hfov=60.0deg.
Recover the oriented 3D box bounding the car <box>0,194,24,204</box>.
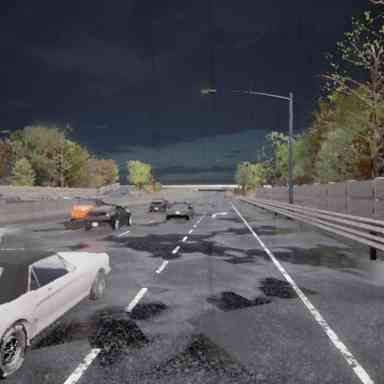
[{"bbox_3d":[-24.267,1.358,43.842,2.097,1.767,4.553,0,0,6],"label":"car"}]

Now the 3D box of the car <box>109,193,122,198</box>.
[{"bbox_3d":[-15.227,1.259,65.109,2.150,2.045,5.566,0,0,6],"label":"car"}]

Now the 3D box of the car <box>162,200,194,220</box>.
[{"bbox_3d":[-0.924,1.565,27.789,1.994,1.385,4.181,0,0,5],"label":"car"}]

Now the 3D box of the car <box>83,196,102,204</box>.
[{"bbox_3d":[-18.908,1.560,63.425,1.812,1.442,4.674,0,0,6],"label":"car"}]

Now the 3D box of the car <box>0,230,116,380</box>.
[{"bbox_3d":[-2.948,1.600,5.489,1.895,1.301,4.718,0,0,5],"label":"car"}]

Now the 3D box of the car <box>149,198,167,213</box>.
[{"bbox_3d":[-3.546,1.507,37.628,1.837,1.490,4.892,0,0,5],"label":"car"}]

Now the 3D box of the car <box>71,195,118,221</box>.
[{"bbox_3d":[-8.018,1.352,27.105,2.097,1.767,4.553,0,0,5],"label":"car"}]

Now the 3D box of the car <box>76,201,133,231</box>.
[{"bbox_3d":[-5.086,1.505,20.661,1.837,1.490,4.892,0,0,5],"label":"car"}]
